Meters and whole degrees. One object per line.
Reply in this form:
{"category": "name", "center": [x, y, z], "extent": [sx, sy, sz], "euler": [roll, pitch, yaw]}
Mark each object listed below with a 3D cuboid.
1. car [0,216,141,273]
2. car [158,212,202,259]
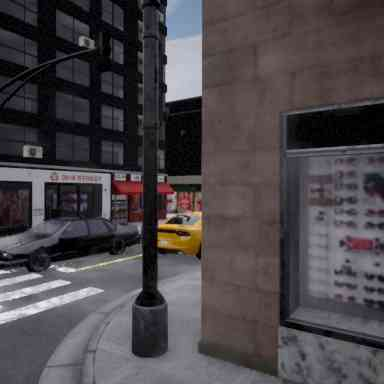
{"category": "car", "center": [-4.066, 1.556, 11.177], "extent": [2.033, 1.411, 5.357], "euler": [0, 0, 33]}
{"category": "car", "center": [0.465, 1.501, 12.864], "extent": [1.882, 1.535, 5.008], "euler": [0, 0, 33]}
